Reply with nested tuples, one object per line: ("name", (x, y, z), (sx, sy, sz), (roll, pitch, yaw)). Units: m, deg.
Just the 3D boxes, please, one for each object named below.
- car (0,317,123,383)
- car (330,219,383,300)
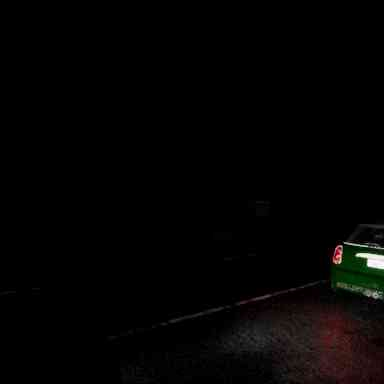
("car", (-2.774, 1.492, 1.770), (4.902, 1.511, 2.128), (0, 0, -36))
("car", (5.140, 1.352, 7.404), (4.553, 1.767, 2.097), (0, 0, -35))
